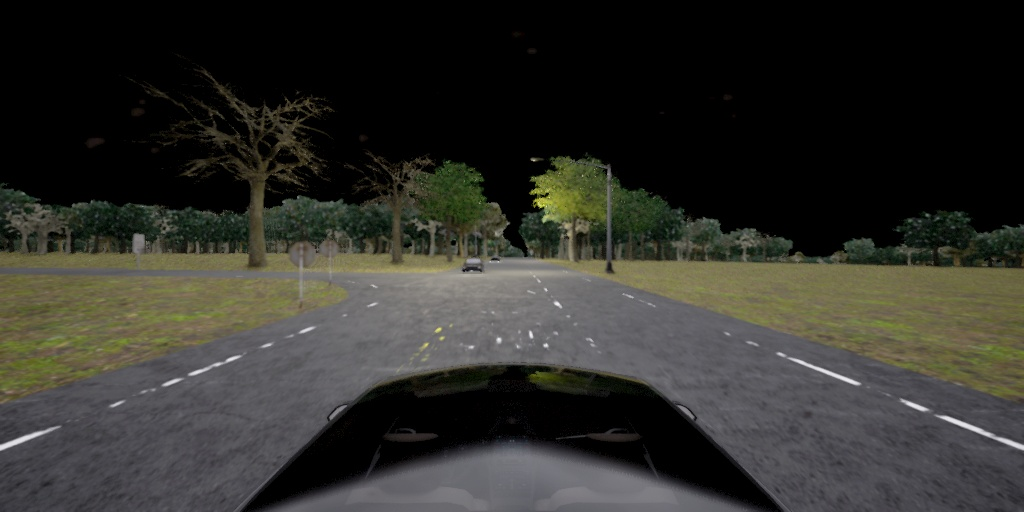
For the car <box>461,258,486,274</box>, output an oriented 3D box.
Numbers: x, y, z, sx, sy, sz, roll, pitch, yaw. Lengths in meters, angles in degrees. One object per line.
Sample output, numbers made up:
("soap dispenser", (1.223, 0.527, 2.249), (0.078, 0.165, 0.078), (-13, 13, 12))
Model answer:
("car", (-3.474, 0.876, 33.376), (2.033, 1.411, 5.357), (0, 0, 0))
